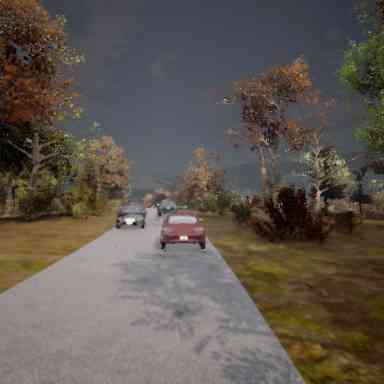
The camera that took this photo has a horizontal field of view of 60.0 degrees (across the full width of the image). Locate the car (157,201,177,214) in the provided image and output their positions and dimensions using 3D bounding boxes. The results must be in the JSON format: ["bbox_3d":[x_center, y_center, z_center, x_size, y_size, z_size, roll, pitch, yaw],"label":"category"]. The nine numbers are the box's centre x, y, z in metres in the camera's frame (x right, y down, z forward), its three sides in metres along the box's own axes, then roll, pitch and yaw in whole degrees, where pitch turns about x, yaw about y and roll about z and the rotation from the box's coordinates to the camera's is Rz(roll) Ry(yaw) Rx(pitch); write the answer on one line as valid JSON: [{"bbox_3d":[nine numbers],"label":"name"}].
[{"bbox_3d":[-2.789,1.730,37.010,2.097,1.767,4.553,0,-1,-8],"label":"car"}]

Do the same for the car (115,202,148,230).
[{"bbox_3d":[-4.006,1.639,22.574,2.128,1.511,4.902,0,-1,-5],"label":"car"}]

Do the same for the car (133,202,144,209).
[{"bbox_3d":[-10.302,2.537,63.305,1.994,1.385,4.181,1,-2,-10],"label":"car"}]

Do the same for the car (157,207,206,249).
[{"bbox_3d":[-0.452,1.602,14.907,1.812,1.442,4.674,0,0,-3],"label":"car"}]
